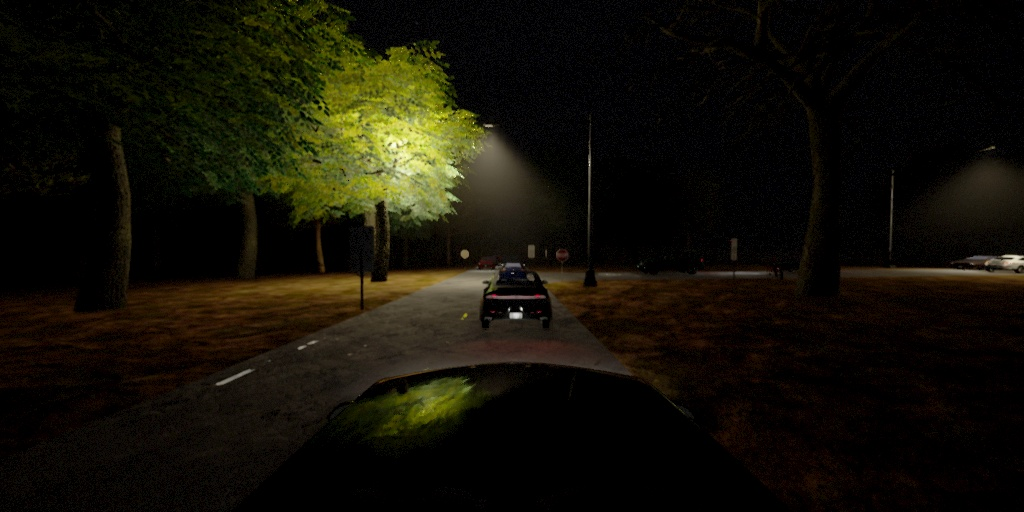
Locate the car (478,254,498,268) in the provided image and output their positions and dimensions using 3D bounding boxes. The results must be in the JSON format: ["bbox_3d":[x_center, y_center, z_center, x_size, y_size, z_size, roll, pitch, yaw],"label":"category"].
[{"bbox_3d":[-3.071,0.862,44.477,1.882,1.535,5.008,0,0,0],"label":"car"}]

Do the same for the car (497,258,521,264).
[{"bbox_3d":[0.105,1.113,27.929,1.994,1.385,4.181,0,1,0],"label":"car"}]

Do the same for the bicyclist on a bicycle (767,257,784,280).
[{"bbox_3d":[18.552,0.878,25.292,0.582,1.620,1.656,-1,0,0],"label":"bicyclist on a bicycle"}]

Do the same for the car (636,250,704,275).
[{"bbox_3d":[13.973,0.549,31.812,5.566,2.045,2.150,-1,2,1],"label":"car"}]

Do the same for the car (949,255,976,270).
[{"bbox_3d":[43.925,0.632,33.328,5.357,1.411,2.033,0,2,-7],"label":"car"}]

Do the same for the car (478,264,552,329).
[{"bbox_3d":[0.099,1.179,10.926,2.128,1.511,4.902,0,0,0],"label":"car"}]

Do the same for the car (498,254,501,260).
[{"bbox_3d":[-3.077,0.810,54.481,1.812,1.442,4.674,0,1,0],"label":"car"}]

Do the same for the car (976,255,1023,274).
[{"bbox_3d":[42.306,0.692,30.011,4.674,1.442,1.812,0,2,-8],"label":"car"}]

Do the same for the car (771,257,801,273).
[{"bbox_3d":[25.813,0.777,31.824,4.718,1.301,1.895,-1,2,-2],"label":"car"}]
